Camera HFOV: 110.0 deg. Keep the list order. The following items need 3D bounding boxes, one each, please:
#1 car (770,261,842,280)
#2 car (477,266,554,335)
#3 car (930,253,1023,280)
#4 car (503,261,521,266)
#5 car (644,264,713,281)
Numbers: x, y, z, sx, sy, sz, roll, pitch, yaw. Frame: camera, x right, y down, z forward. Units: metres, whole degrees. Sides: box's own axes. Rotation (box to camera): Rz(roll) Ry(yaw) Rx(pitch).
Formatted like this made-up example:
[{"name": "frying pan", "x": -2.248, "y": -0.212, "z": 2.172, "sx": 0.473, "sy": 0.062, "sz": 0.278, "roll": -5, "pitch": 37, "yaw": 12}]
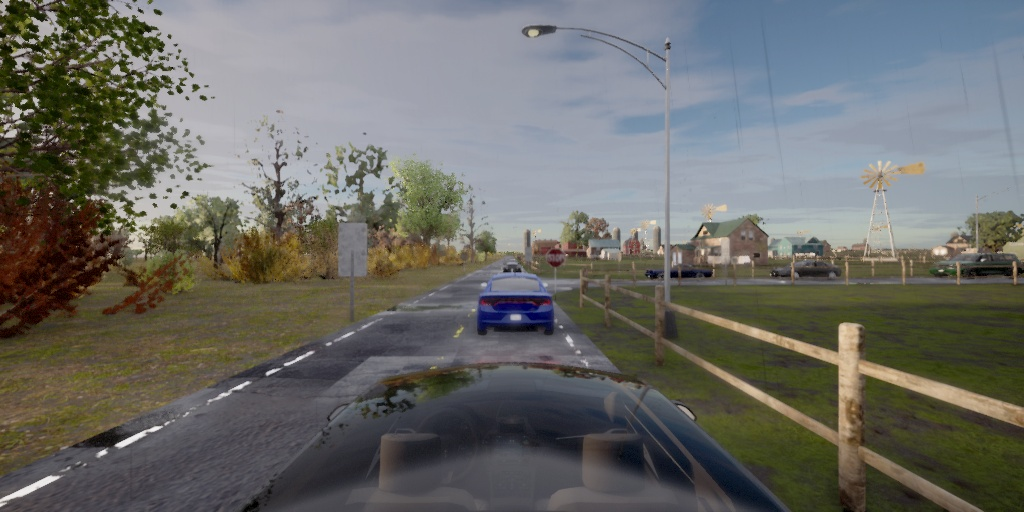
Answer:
[{"name": "car", "x": 23.135, "y": 1.147, "z": 28.343, "sx": 4.892, "sy": 1.490, "sz": 1.837, "roll": 0, "pitch": 0, "yaw": -1}, {"name": "car", "x": 0.082, "y": 1.224, "z": 10.484, "sx": 1.882, "sy": 1.535, "sz": 5.008, "roll": 0, "pitch": 0, "yaw": 0}, {"name": "car", "x": 36.953, "y": 0.803, "z": 28.597, "sx": 5.566, "sy": 2.045, "sz": 2.150, "roll": 0, "pitch": 0, "yaw": 0}, {"name": "car", "x": 0.016, "y": 1.245, "z": 39.854, "sx": 1.812, "sy": 1.442, "sz": 4.674, "roll": 0, "pitch": 0, "yaw": 0}, {"name": "car", "x": 12.953, "y": 1.286, "z": 28.184, "sx": 4.718, "sy": 1.301, "sz": 1.895, "roll": 0, "pitch": 0, "yaw": 0}]
